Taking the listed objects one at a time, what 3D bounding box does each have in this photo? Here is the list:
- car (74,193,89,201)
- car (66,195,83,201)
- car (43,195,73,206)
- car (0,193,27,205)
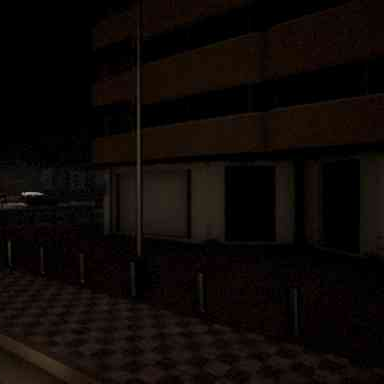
[{"bbox_3d":[-28.369,1.298,85.218,1.905,1.878,3.866,0,0,35],"label":"car"},{"bbox_3d":[-30.729,1.540,86.895,1.970,1.475,3.806,0,0,35],"label":"car"},{"bbox_3d":[-24.585,1.517,61.224,1.970,1.475,3.806,0,0,35],"label":"car"},{"bbox_3d":[-38.448,1.295,70.887,1.932,1.855,4.605,0,0,35],"label":"car"}]
